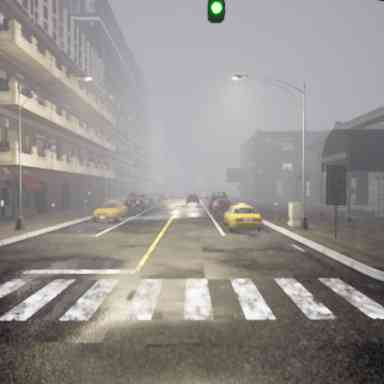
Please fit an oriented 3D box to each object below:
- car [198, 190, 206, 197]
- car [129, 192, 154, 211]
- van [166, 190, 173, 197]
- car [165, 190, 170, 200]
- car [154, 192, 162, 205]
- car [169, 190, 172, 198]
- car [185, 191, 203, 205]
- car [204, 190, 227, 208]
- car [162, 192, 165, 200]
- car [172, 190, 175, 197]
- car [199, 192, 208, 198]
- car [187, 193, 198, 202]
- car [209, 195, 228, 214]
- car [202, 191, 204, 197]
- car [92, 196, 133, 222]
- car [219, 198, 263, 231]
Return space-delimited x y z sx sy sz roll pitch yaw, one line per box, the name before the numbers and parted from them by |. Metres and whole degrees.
car | 2.707 0.277 90.113 2.192 1.841 5.009 0 1 0
car | -5.684 0.906 34.725 2.192 1.841 5.009 0 1 0
van | -5.675 0.386 84.577 1.690 1.788 3.998 0 1 0
car | -5.679 0.825 62.423 1.887 1.381 4.507 0 1 0
car | -5.682 1.015 45.806 2.008 1.369 4.403 0 1 0
car | -5.678 0.661 67.960 1.967 1.590 4.097 0 1 0
car | 0.106 0.959 45.057 1.837 1.490 4.892 0 1 0
car | 2.697 0.879 34.724 2.192 1.841 5.009 0 1 0
car | -5.681 0.930 51.174 1.752 1.417 4.829 0 1 0
car | -5.676 0.418 79.037 2.192 1.841 5.009 0 1 0
car | 2.704 0.626 79.038 2.008 1.369 4.403 0 1 0
car | 0.050 0.865 55.366 1.812 1.442 4.674 0 1 0
car | 2.696 1.210 29.188 1.802 1.307 4.206 0 1 0
car | 2.700 0.926 51.343 2.008 1.369 4.403 0 1 0
car | -5.686 1.249 23.480 1.752 1.417 4.829 0 1 0
car | 2.694 1.284 18.280 1.752 1.417 4.829 0 1 0
